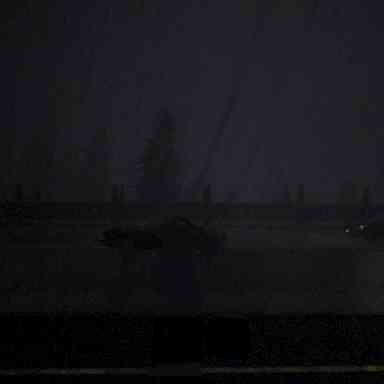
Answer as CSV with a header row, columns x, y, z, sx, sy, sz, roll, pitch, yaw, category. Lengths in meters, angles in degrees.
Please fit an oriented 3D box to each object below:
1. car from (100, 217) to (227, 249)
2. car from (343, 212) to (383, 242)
x,y,z,sx,sy,sz,roll,pitch,yaw,category
-1.086,1.648,13.045,4.718,1.301,1.895,1,0,-2,car
10.221,1.720,16.973,4.674,1.442,1.812,1,0,-2,car
